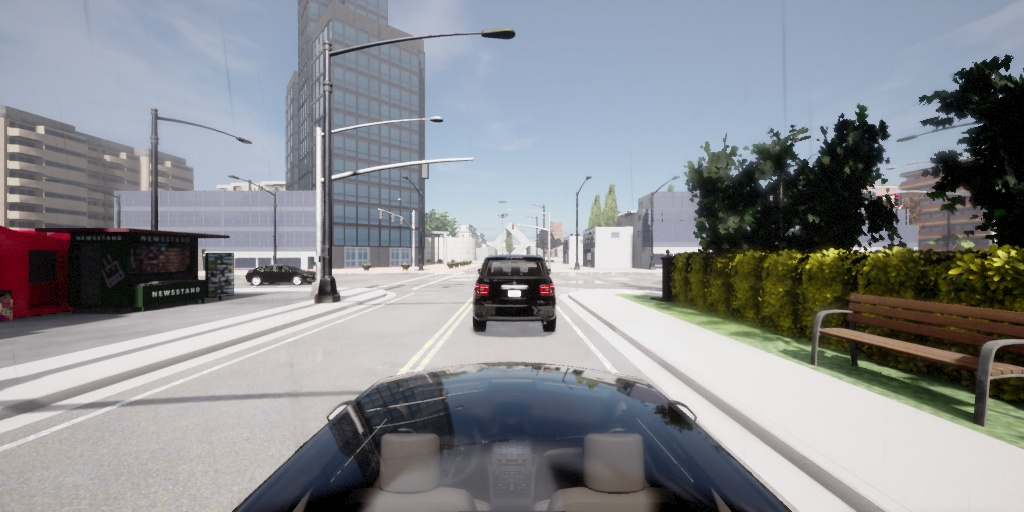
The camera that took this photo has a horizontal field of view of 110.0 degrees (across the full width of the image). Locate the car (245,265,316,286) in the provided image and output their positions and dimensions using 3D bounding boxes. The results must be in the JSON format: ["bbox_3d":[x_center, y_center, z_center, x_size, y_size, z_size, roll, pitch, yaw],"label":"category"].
[{"bbox_3d":[-16.638,1.362,26.173,4.892,1.490,1.837,-1,0,0],"label":"car"}]

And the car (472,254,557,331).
[{"bbox_3d":[0.075,0.971,11.079,2.150,2.045,5.566,0,0,0],"label":"car"}]
